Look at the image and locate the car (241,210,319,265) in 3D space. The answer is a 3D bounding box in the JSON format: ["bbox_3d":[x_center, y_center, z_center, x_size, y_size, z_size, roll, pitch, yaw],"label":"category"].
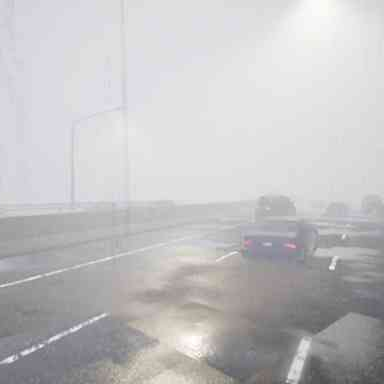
[{"bbox_3d":[3.343,1.589,11.945,2.033,1.411,5.357,0,0,27],"label":"car"}]

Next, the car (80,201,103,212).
[{"bbox_3d":[-9.214,1.659,34.002,1.837,1.490,4.892,0,0,27],"label":"car"}]

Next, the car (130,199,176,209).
[{"bbox_3d":[-3.217,1.481,30.355,2.097,1.767,4.553,0,0,27],"label":"car"}]

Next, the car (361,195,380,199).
[{"bbox_3d":[22.868,1.371,42.354,2.150,2.045,5.566,0,0,28],"label":"car"}]

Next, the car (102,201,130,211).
[{"bbox_3d":[-6.212,1.705,32.183,1.994,1.385,4.181,0,0,27],"label":"car"}]

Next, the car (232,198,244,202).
[{"bbox_3d":[10.089,1.918,70.311,1.895,1.301,4.718,0,0,29],"label":"car"}]

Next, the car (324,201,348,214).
[{"bbox_3d":[16.287,1.695,37.122,1.994,1.385,4.181,0,0,28],"label":"car"}]

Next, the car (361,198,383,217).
[{"bbox_3d":[18.202,1.615,33.262,1.837,1.490,4.892,0,0,28],"label":"car"}]

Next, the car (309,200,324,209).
[{"bbox_3d":[18.311,1.788,48.453,1.895,1.301,4.718,0,0,28],"label":"car"}]

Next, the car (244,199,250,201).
[{"bbox_3d":[12.969,1.808,68.283,1.837,1.490,4.892,0,0,29],"label":"car"}]

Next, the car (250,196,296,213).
[{"bbox_3d":[6.640,1.314,26.148,2.150,2.045,5.566,0,-1,27],"label":"car"}]
